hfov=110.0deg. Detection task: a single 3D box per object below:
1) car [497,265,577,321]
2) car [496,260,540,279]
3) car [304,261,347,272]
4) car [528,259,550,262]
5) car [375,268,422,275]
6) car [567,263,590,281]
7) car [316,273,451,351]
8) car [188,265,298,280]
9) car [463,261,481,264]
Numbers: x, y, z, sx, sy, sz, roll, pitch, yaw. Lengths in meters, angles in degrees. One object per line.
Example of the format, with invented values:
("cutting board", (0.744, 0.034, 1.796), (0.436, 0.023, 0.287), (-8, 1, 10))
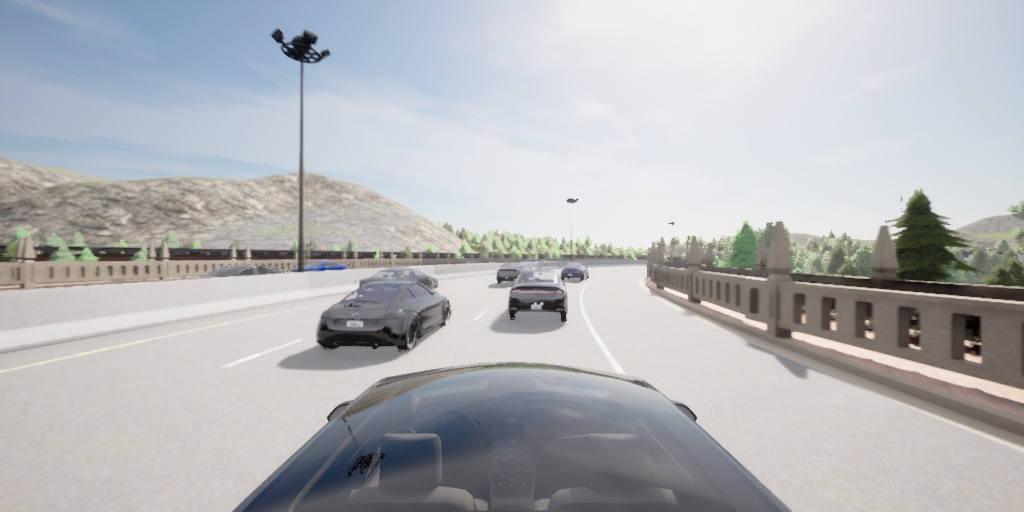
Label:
("car", (0.996, 1.251, 12.672), (2.128, 1.511, 4.902), (0, 0, 7))
("car", (0.306, 1.253, 26.105), (2.128, 1.511, 4.902), (0, 0, 15))
("car", (-16.634, 1.165, 31.068), (1.882, 1.535, 5.008), (0, 0, 17))
("car", (5.337, 1.345, 60.328), (2.033, 1.411, 5.357), (0, 0, 36))
("car", (-5.360, 1.280, 17.564), (2.033, 1.411, 5.357), (0, 0, 10))
("car", (5.354, 1.312, 30.355), (1.812, 1.442, 4.674), (0, 0, 19))
("car", (-2.918, 1.304, 9.017), (1.994, 1.385, 4.181), (0, 0, 4))
("car", (-12.720, 1.203, 16.656), (1.837, 1.490, 4.892), (0, 0, 9))
("car", (-5.578, 1.310, 49.374), (1.994, 1.385, 4.181), (0, 0, 25))
